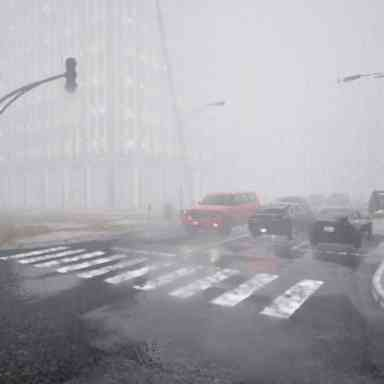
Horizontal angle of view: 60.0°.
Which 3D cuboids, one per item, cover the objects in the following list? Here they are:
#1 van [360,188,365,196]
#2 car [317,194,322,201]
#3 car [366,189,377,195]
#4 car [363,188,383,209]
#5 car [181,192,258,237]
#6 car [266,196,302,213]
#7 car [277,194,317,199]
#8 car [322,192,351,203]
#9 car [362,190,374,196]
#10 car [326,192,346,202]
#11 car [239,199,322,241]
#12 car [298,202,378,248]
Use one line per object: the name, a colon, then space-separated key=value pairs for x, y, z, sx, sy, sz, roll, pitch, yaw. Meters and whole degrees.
van: x=38.190 y=0.067 z=73.473 sx=1.690 sy=1.788 sz=3.998 roll=0 pitch=1 yaw=35
car: x=15.392 y=0.943 z=41.176 sx=1.947 sy=1.339 sz=4.313 roll=0 pitch=1 yaw=35
car: x=44.705 y=-0.018 z=82.704 sx=1.967 sy=1.590 sz=4.097 roll=0 pitch=1 yaw=35
car: x=15.757 y=0.766 z=27.162 sx=2.192 sy=1.841 sz=5.009 roll=0 pitch=1 yaw=35
car: x=1.737 y=1.022 z=17.370 sx=2.150 sy=2.045 sz=5.566 roll=-1 pitch=0 yaw=35
car: x=8.878 y=1.132 z=31.948 sx=1.947 sy=1.339 sz=4.313 roll=0 pitch=1 yaw=35
car: x=7.766 y=1.116 z=25.898 sx=2.128 sy=1.511 sz=4.902 roll=-1 pitch=0 yaw=35
car: x=17.504 y=0.890 z=39.627 sx=2.033 sy=1.411 sz=5.357 roll=-1 pitch=0 yaw=36
car: x=41.449 y=0.199 z=78.091 sx=1.947 sy=1.339 sz=4.313 roll=0 pitch=1 yaw=35
car: x=21.906 y=0.734 z=50.405 sx=1.887 sy=1.381 sz=4.507 roll=0 pitch=1 yaw=35
car: x=4.290 y=1.263 z=15.483 sx=1.837 sy=1.490 sz=4.892 roll=-1 pitch=0 yaw=35
car: x=5.989 y=1.302 z=13.323 sx=1.947 sy=1.339 sz=4.313 roll=0 pitch=1 yaw=35
